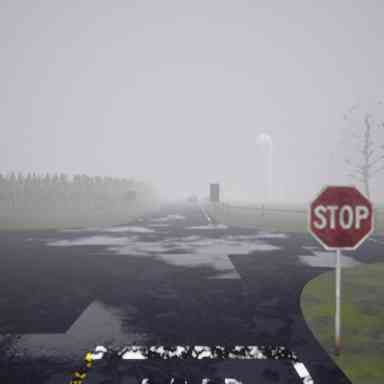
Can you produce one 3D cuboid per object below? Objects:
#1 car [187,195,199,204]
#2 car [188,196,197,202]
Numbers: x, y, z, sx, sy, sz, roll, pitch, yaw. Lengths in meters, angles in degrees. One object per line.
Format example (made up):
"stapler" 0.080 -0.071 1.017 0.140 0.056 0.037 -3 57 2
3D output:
"car" 0.127 1.335 61.169 2.097 1.767 4.553 0 0 1
"car" 0.081 1.512 71.221 1.895 1.301 4.718 0 0 0
